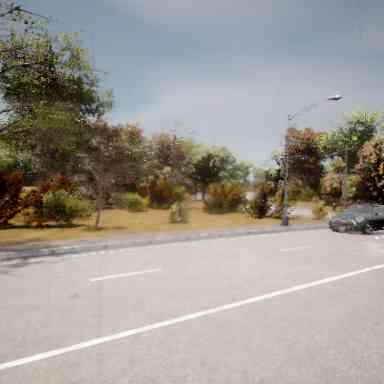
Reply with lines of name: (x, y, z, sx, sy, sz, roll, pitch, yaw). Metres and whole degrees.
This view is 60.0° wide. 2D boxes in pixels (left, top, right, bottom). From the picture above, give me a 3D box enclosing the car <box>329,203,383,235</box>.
car: (10.209, 1.508, 19.804, 4.553, 1.767, 2.097, 2, -1, -35)
